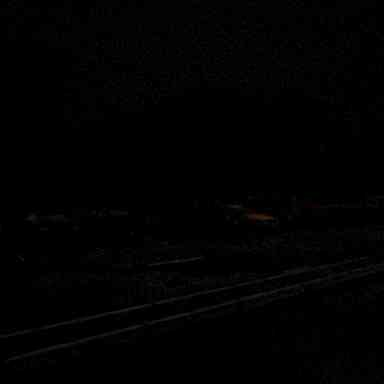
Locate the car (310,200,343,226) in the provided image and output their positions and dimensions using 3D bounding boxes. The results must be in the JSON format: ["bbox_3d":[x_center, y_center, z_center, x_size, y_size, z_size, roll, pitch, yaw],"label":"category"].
[{"bbox_3d":[7.420,1.266,23.943,2.435,2.045,5.566,0,0,-35],"label":"car"}]

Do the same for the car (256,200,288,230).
[{"bbox_3d":[2.985,1.492,20.589,1.946,1.575,5.366,0,0,-35],"label":"car"}]

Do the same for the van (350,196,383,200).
[{"bbox_3d":[16.389,1.353,30.514,1.878,1.987,4.442,0,0,-35],"label":"van"}]

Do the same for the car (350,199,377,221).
[{"bbox_3d":[11.946,1.575,27.168,2.163,1.488,4.792,0,0,-35],"label":"car"}]

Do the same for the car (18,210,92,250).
[{"bbox_3d":[-6.172,1.502,14.286,2.002,1.452,4.674,0,0,-35],"label":"car"}]

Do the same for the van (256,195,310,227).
[{"bbox_3d":[5.209,1.281,22.259,1.878,1.987,4.442,0,0,-35],"label":"van"}]

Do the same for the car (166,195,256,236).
[{"bbox_3d":[0.633,1.233,19.105,2.435,2.045,5.566,0,0,-35],"label":"car"}]

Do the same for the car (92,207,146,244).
[{"bbox_3d":[-3.907,1.470,15.896,2.231,1.521,4.892,0,0,-35],"label":"car"}]

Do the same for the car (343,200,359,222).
[{"bbox_3d":[9.670,1.533,25.574,2.231,1.521,4.892,0,0,-35],"label":"car"}]

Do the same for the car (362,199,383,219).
[{"bbox_3d":[14.092,1.601,28.730,2.002,1.452,4.674,0,0,-35],"label":"car"}]

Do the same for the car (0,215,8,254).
[{"bbox_3d":[-8.418,1.332,12.650,2.185,1.767,4.553,0,0,-35],"label":"car"}]
